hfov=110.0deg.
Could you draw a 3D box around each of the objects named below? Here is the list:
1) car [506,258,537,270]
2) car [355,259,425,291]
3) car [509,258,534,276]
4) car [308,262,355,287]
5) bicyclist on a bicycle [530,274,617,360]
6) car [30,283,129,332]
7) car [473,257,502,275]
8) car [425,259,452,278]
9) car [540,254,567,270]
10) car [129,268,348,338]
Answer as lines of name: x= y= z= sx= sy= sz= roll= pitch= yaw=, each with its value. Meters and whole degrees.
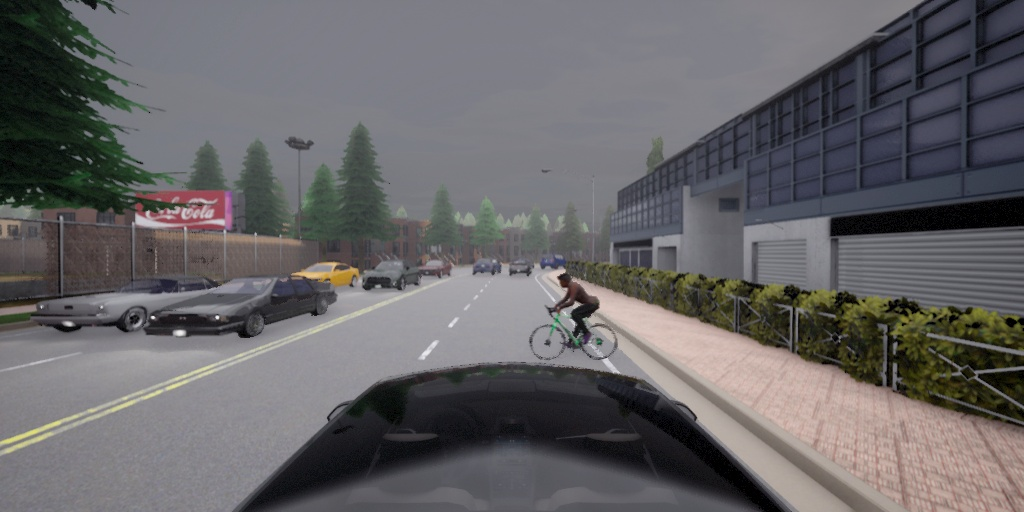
car: x=1.278 y=0.991 z=46.664 sx=2.128 sy=1.511 sz=4.902 roll=0 pitch=0 yaw=26
car: x=-6.912 y=0.991 z=20.916 sx=2.097 sy=1.767 sz=4.553 roll=0 pitch=0 yaw=2
car: x=0.896 y=1.064 z=33.569 sx=2.128 sy=1.511 sz=4.902 roll=0 pitch=0 yaw=7
car: x=-10.448 y=1.120 z=20.211 sx=1.882 sy=1.535 sz=5.008 roll=0 pitch=0 yaw=1
bicyclist on a bicycle: x=1.145 y=1.152 z=6.701 sx=1.656 sy=1.620 sz=0.582 roll=-1 pitch=0 yaw=0
car: x=-10.555 y=1.296 z=10.749 sx=1.895 sy=1.301 sz=4.718 roll=0 pitch=0 yaw=0
car: x=-2.329 y=0.913 z=35.269 sx=2.097 sy=1.767 sz=4.553 roll=0 pitch=0 yaw=9
car: x=-6.585 y=1.061 z=31.071 sx=1.882 sy=1.535 sz=5.008 roll=0 pitch=0 yaw=4
car: x=5.592 y=0.719 z=47.412 sx=2.150 sy=2.045 sz=5.566 roll=0 pitch=0 yaw=29
car: x=-7.062 y=1.246 z=10.297 sx=2.033 sy=1.411 sz=5.357 roll=0 pitch=0 yaw=1
